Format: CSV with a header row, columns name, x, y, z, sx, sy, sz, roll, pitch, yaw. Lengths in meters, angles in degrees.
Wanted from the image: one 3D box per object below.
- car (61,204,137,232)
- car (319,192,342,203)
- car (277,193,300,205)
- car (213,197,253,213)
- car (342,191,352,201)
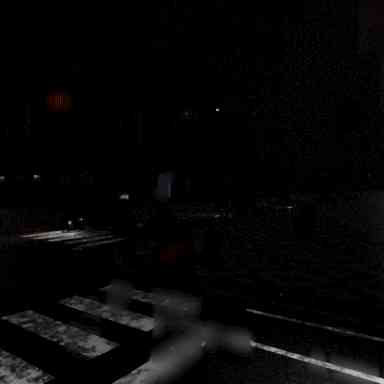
name,x,y,z,sx,sy,sz,roll,pitch,yaw
car,-5.072,1.363,18.580,1.994,1.385,4.181,0,1,36
car,19.511,0.814,47.473,1.837,1.490,4.892,0,1,36
car,12.613,0.919,43.277,1.812,1.442,4.674,0,1,36
car,3.933,1.192,31.172,1.895,1.301,4.718,0,1,36
car,25.394,0.653,55.701,1.882,1.535,5.008,0,1,36
